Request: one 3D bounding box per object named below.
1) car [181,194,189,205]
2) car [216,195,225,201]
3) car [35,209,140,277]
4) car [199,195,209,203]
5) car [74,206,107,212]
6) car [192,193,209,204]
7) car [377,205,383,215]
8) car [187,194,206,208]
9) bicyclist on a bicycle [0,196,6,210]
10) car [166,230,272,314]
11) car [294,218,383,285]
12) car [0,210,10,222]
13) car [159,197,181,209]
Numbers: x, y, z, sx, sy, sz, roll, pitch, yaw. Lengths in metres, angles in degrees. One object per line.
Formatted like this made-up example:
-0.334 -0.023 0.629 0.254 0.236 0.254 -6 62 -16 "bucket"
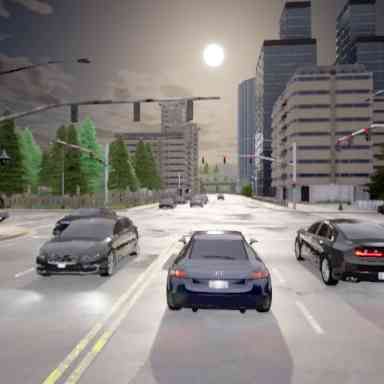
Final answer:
-2.013 1.516 58.102 2.033 1.411 5.357 0 0 5 "car"
7.432 1.455 85.849 1.837 1.490 4.892 0 0 5 "car"
-2.918 1.499 10.335 1.837 1.490 4.892 0 0 4 "car"
2.541 1.467 69.463 1.837 1.490 4.892 0 0 5 "car"
-5.760 1.538 18.895 2.033 1.411 5.357 0 0 5 "car"
1.561 1.321 58.746 2.097 1.767 4.553 0 0 5 "car"
20.371 1.460 31.617 5.008 1.535 1.882 0 0 5 "car"
0.718 1.479 48.952 1.837 1.490 4.892 0 0 5 "car"
-22.306 1.281 38.971 0.582 1.620 1.656 0 0 5 "bicyclist on a bicycle"
0.600 1.560 7.730 1.994 1.385 4.181 0 0 4 "car"
4.233 1.500 9.346 1.837 1.490 4.892 0 0 5 "car"
-15.760 1.589 23.893 4.718 1.301 1.895 0 0 5 "car"
-3.151 1.524 44.739 2.033 1.411 5.357 0 0 5 "car"
